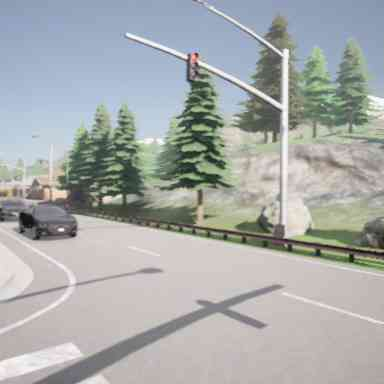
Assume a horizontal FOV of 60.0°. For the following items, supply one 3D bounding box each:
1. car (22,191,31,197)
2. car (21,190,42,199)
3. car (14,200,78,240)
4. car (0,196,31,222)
[{"bbox_3d":[-33.909,0.572,72.407,4.605,1.855,1.932,0,0,-38],"label":"car"},{"bbox_3d":[-35.754,0.551,74.158,3.866,1.878,1.905,0,0,-38],"label":"car"},{"bbox_3d":[-7.214,1.359,16.524,1.882,1.535,5.008,0,0,-37],"label":"car"},{"bbox_3d":[-13.298,1.301,24.581,1.837,1.490,4.892,0,0,-37],"label":"car"}]
